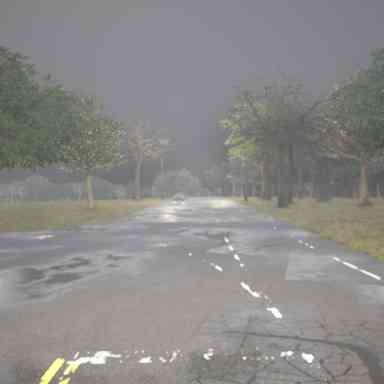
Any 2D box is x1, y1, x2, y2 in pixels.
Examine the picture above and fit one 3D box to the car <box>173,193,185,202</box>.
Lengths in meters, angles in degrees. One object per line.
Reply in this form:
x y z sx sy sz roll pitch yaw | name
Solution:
-2.487 0.943 64.118 2.097 1.767 4.553 -1 1 1 | car
